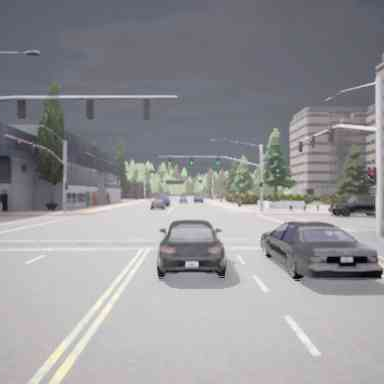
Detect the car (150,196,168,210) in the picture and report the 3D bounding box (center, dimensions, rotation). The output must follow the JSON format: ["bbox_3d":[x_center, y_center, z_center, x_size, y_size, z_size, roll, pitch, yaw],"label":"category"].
[{"bbox_3d":[-4.804,1.724,46.821,1.812,1.442,4.674,0,0,-2],"label":"car"}]

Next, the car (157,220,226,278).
[{"bbox_3d":[-0.037,1.570,10.204,1.812,1.442,4.674,0,0,-1],"label":"car"}]

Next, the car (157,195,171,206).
[{"bbox_3d":[-5.045,1.460,56.249,2.150,2.045,5.566,0,0,-1],"label":"car"}]

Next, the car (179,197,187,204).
[{"bbox_3d":[-1.958,1.857,74.739,2.033,1.411,5.357,0,0,-2],"label":"car"}]

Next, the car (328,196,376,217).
[{"bbox_3d":[16.269,1.361,32.390,5.566,2.045,2.150,0,0,-2],"label":"car"}]

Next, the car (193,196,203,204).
[{"bbox_3d":[1.532,1.797,75.087,1.882,1.535,5.008,0,0,-2],"label":"car"}]

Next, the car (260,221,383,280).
[{"bbox_3d":[3.478,1.591,10.060,2.033,1.411,5.357,0,0,-1],"label":"car"}]

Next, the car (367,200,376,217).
[{"bbox_3d":[18.206,1.650,28.922,4.674,1.442,1.812,0,0,-2],"label":"car"}]

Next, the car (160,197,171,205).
[{"bbox_3d":[-5.248,1.787,66.607,1.837,1.490,4.892,0,0,-2],"label":"car"}]

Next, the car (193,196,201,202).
[{"bbox_3d":[1.265,1.862,85.225,1.837,1.490,4.892,0,0,-2],"label":"car"}]

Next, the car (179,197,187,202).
[{"bbox_3d":[-2.232,1.914,85.069,1.994,1.385,4.181,0,0,-2],"label":"car"}]
